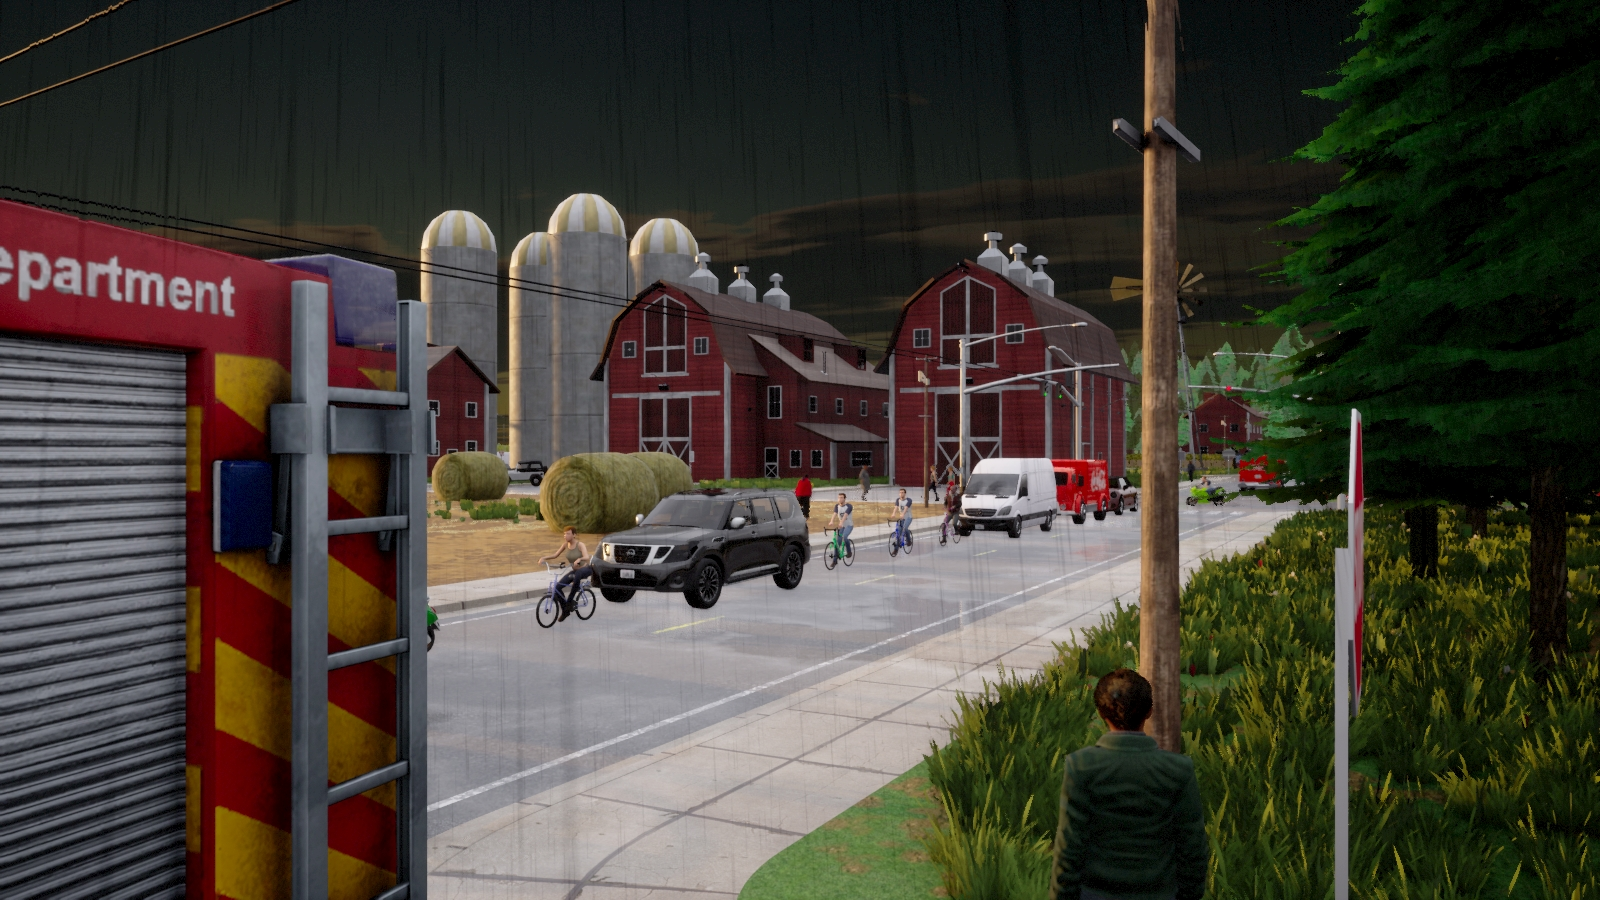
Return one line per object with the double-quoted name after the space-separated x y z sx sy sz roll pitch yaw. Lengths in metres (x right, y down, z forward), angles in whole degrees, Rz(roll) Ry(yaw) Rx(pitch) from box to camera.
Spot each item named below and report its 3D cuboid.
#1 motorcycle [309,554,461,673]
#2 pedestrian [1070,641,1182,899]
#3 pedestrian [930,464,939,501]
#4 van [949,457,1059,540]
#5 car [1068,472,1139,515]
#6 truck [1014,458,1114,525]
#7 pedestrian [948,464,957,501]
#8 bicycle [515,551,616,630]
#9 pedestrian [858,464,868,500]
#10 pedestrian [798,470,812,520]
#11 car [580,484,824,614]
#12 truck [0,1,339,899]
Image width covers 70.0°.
-5.522 2.142 15.311 0.856 1.316 1.805 0 0 28 "motorcycle"
1.182 1.663 4.162 0.375 1.860 0.375 0 0 15 "pedestrian"
6.873 1.668 58.339 0.375 1.860 0.375 0 0 18 "pedestrian"
7.067 1.534 38.948 1.988 2.561 5.915 0 0 28 "van"
13.659 1.903 51.221 2.097 1.767 4.553 0 0 28 "car"
10.558 1.568 45.374 2.627 2.467 5.204 0 0 28 "truck"
7.785 1.670 58.217 0.375 1.860 0.375 0 0 22 "pedestrian"
-3.787 2.256 18.582 0.859 1.080 1.487 0 0 28 "bicycle"
3.247 1.670 59.254 0.375 1.860 0.375 0 0 32 "pedestrian"
0.192 1.678 42.665 0.375 1.860 0.375 0 0 39 "pedestrian"
-1.718 1.779 22.429 2.150 2.045 5.566 0 0 27 "car"
-5.978 0.867 3.796 8.468 3.827 2.891 0 0 20 "truck"
